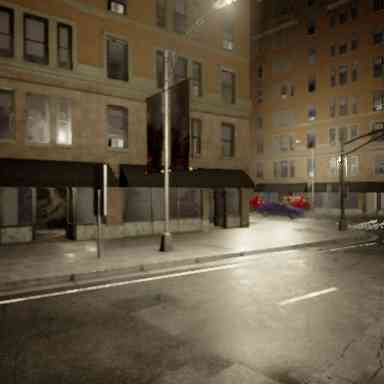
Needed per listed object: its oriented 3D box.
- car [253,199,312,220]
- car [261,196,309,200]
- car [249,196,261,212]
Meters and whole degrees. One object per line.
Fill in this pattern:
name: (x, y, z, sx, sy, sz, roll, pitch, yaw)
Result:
car: (8.285, 1.670, 30.498, 1.812, 1.442, 4.674, 0, 1, -43)
car: (10.564, 1.416, 36.451, 2.192, 1.841, 5.009, 1, 0, -44)
car: (6.732, 1.365, 40.407, 2.192, 1.841, 5.009, 1, 0, -44)
